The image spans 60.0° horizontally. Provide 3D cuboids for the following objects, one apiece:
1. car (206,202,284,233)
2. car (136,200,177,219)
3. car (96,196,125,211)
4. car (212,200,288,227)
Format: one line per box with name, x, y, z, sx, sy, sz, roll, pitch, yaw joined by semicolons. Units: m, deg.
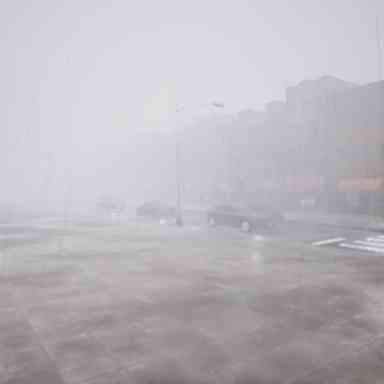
car;2.767;1.453;19.679;1.837;1.490;4.892;-1;1;-35
car;-2.987;1.402;27.790;1.994;1.385;4.181;-1;1;-36
car;-8.913;1.214;36.164;2.128;1.511;4.902;-1;1;-35
car;3.854;1.412;23.188;2.033;1.411;5.357;-1;1;-35
